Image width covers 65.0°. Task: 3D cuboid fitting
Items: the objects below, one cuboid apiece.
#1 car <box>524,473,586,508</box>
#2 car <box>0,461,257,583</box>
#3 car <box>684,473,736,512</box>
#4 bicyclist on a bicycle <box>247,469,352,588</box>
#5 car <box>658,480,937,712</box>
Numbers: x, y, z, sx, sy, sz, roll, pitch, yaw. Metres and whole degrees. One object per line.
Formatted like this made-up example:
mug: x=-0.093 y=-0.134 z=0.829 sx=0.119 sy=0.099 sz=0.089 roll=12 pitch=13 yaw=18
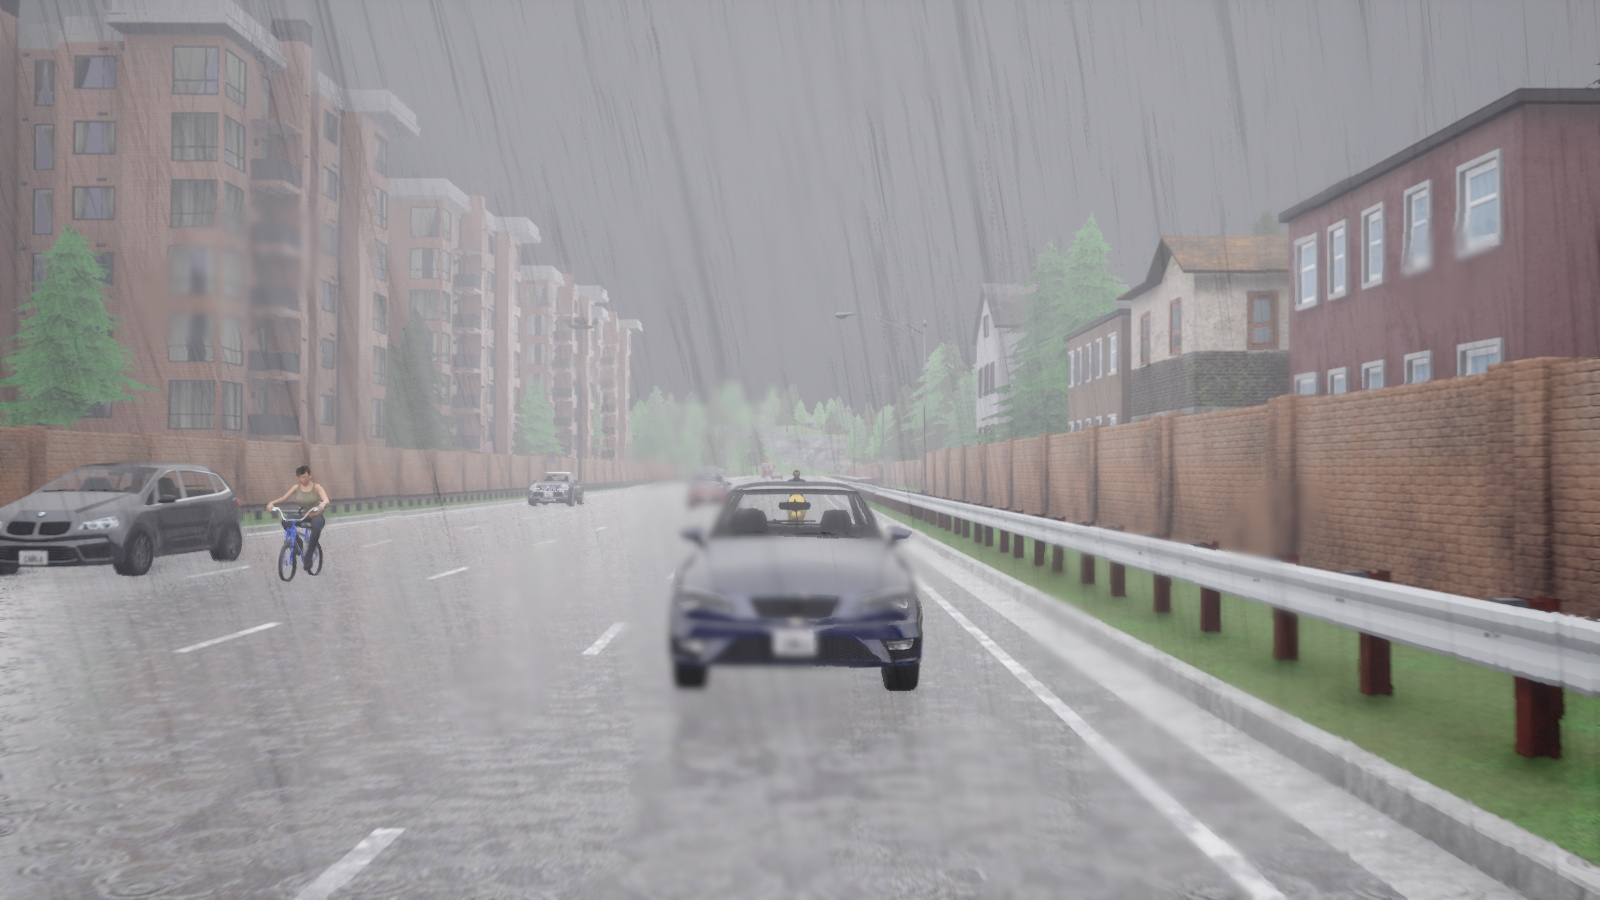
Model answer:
car: x=-10.633 y=1.740 z=54.791 sx=1.970 sy=1.475 sz=3.806 roll=0 pitch=-1 yaw=0
car: x=-10.548 y=1.027 z=19.499 sx=2.242 sy=1.667 sz=4.611 roll=0 pitch=-1 yaw=0
car: x=-3.623 y=1.697 z=50.994 sx=1.845 sy=1.501 sz=3.633 roll=0 pitch=-1 yaw=0
bicyclist on a bicycle: x=-7.039 y=1.076 z=17.746 sx=0.866 sy=1.612 sz=1.509 roll=0 pitch=-1 yaw=0
car: x=-0.025 y=1.001 z=10.303 sx=1.816 sy=1.474 sz=4.193 roll=0 pitch=-1 yaw=0
